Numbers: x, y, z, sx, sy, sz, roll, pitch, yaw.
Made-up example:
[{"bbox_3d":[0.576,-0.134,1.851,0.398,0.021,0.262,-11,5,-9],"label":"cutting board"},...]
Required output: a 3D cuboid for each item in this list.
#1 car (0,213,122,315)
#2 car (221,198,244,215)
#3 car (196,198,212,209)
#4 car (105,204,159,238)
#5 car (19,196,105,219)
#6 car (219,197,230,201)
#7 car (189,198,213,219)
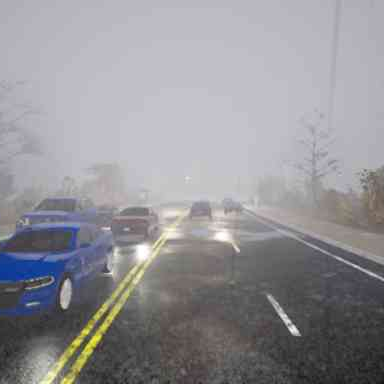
[{"bbox_3d":[-3.250,1.486,7.890,1.882,1.535,5.008,0,0,1],"label":"car"},{"bbox_3d":[4.235,1.615,34.636,1.895,1.301,4.718,0,0,4],"label":"car"},{"bbox_3d":[1.696,1.568,45.657,1.994,1.385,4.181,0,0,4],"label":"car"},{"bbox_3d":[-2.989,1.494,18.178,1.882,1.535,5.008,0,0,2],"label":"car"},{"bbox_3d":[-6.298,1.236,16.338,2.150,2.045,5.566,0,0,2],"label":"car"},{"bbox_3d":[4.888,1.509,46.078,1.837,1.490,4.892,0,1,5],"label":"car"},{"bbox_3d":[0.802,1.495,29.412,1.882,1.535,5.008,0,0,2],"label":"car"}]
